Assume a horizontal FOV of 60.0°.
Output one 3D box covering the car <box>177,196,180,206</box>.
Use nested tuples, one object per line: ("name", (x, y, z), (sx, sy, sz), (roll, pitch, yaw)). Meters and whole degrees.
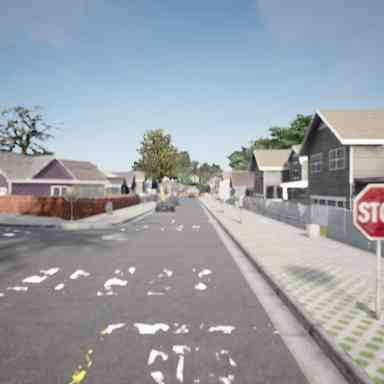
("car", (-2.834, 1.373, 51.687), (1.837, 1.490, 4.892), (0, 0, 0))

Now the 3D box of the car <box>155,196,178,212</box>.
("car", (-2.845, 1.453, 35.980), (1.994, 1.385, 4.181), (0, 0, 0))
